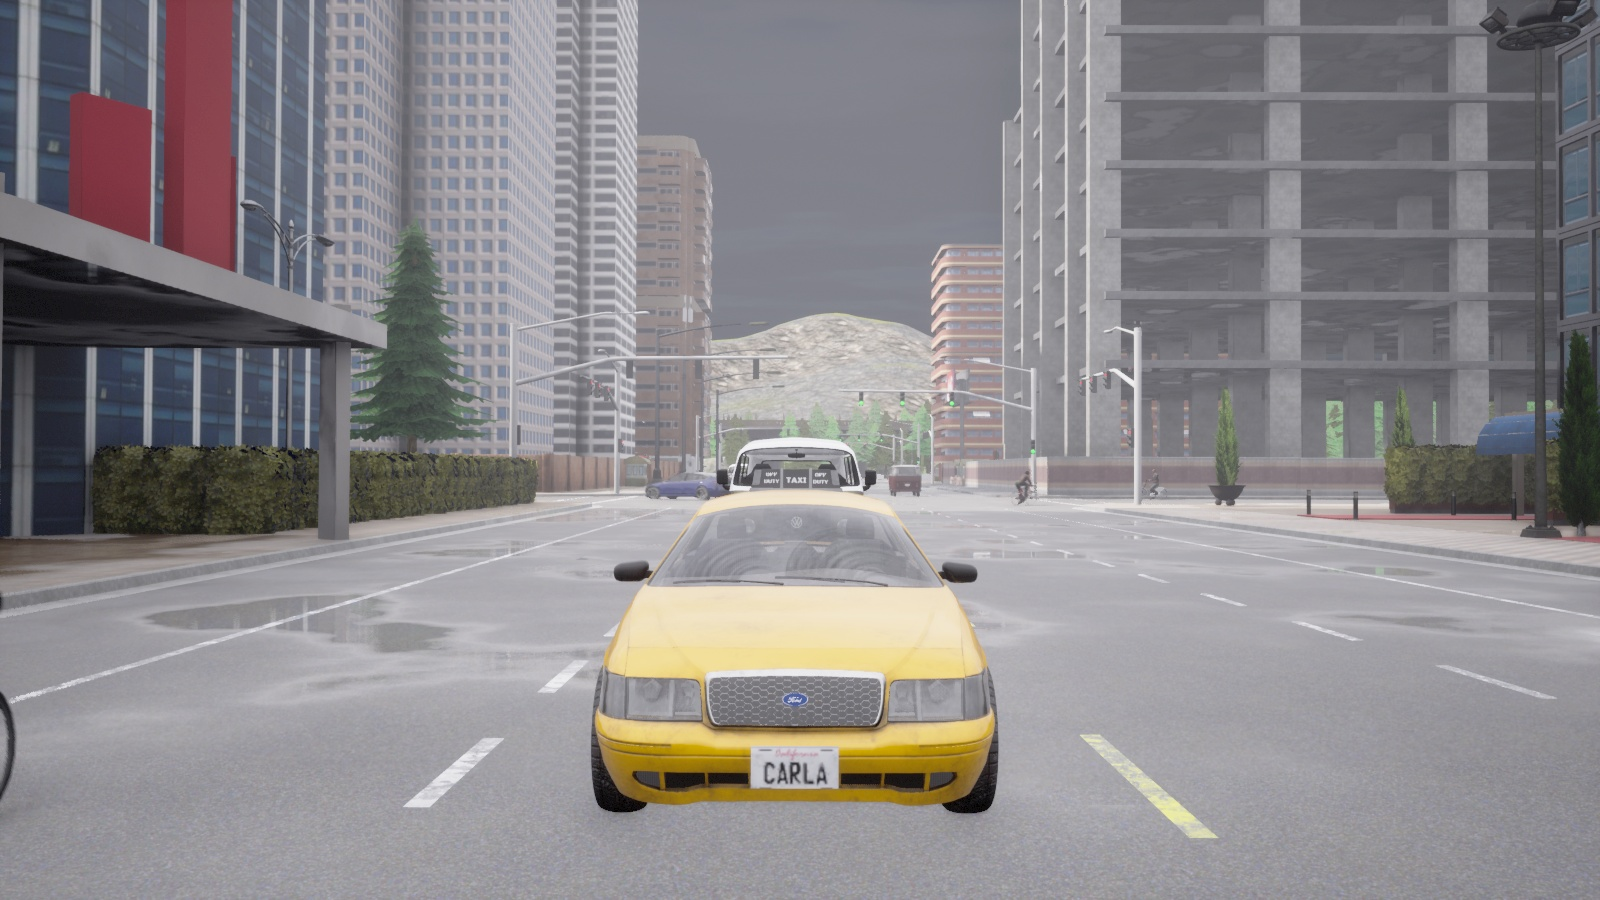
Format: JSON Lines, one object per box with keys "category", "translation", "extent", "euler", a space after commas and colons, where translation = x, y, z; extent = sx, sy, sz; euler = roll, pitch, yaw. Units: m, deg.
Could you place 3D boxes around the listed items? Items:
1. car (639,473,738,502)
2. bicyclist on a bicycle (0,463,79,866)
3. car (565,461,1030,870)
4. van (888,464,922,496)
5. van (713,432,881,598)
{"category": "car", "translation": [-5.864, 1.945, 66.105], "extent": [4.792, 1.488, 2.163], "euler": [-1, -1, 27]}
{"category": "bicyclist on a bicycle", "translation": [-3.513, 0.862, 4.782], "extent": [0.582, 1.620, 1.656], "euler": [0, -1, 0]}
{"category": "car", "translation": [-0.019, 0.880, 7.559], "extent": [1.801, 1.575, 5.366], "euler": [0, -1, 0]}
{"category": "van", "translation": [6.587, 1.868, 79.195], "extent": [1.775, 1.987, 4.442], "euler": [0, -1, 0]}
{"category": "van", "translation": [-0.046, 0.836, 17.761], "extent": [2.069, 2.038, 4.480], "euler": [0, -1, 0]}
